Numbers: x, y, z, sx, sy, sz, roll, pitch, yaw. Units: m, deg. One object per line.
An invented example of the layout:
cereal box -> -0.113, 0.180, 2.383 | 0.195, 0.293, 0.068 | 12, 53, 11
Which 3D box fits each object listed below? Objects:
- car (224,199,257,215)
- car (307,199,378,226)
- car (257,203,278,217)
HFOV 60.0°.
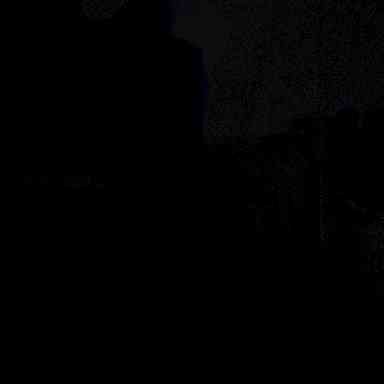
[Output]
car -> 5.226, 1.478, 34.507 | 1.967, 1.590, 4.097 | 0, 1, -35
car -> 11.499, 1.482, 25.708 | 2.192, 1.841, 5.009 | 0, 1, -35
car -> 8.362, 1.668, 30.110 | 1.947, 1.339, 4.313 | 0, 1, -35
